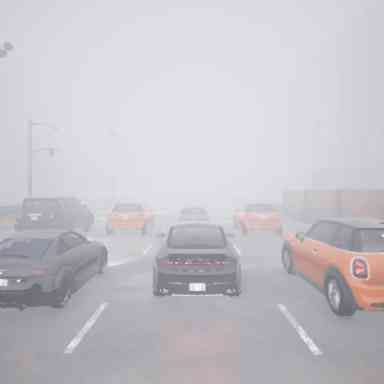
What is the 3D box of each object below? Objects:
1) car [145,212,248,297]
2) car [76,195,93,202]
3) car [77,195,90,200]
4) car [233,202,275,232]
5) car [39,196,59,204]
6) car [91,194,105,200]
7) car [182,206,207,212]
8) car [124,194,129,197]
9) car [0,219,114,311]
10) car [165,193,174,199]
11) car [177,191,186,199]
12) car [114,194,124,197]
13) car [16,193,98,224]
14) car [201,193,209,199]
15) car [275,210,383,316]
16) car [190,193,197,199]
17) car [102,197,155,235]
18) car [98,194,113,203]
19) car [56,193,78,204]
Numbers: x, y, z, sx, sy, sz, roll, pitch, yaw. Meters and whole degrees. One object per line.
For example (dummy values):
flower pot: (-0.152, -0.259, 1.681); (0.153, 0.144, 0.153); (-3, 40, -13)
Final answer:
car: (0.105, 1.505, 8.562); (1.837, 1.490, 4.892); (0, 0, 0)
car: (-24.326, 1.435, 75.437); (2.128, 1.511, 4.902); (0, 0, 1)
car: (-27.739, 1.410, 85.104); (1.895, 1.301, 4.718); (0, 1, 1)
car: (3.613, 1.351, 19.033); (2.097, 1.767, 4.553); (0, 0, 0)
car: (-27.916, 1.569, 65.081); (1.895, 1.301, 4.718); (0, 0, 0)
car: (-24.234, 1.332, 85.740); (2.128, 1.511, 4.902); (0, 1, 1)
car: (0.118, 1.548, 19.648); (2.033, 1.411, 5.357); (0, 0, 0)
car: (-17.240, 1.339, 85.045); (1.812, 1.442, 4.674); (0, 1, 1)
car: (-3.395, 1.564, 7.862); (1.994, 1.385, 4.181); (0, 0, 0)
car: (-6.651, 1.234, 94.840); (1.994, 1.385, 4.181); (0, 1, 1)
car: (-3.162, 1.192, 93.644); (1.837, 1.490, 4.892); (0, 1, 1)
car: (-17.332, 1.393, 74.755); (1.882, 1.535, 5.008); (0, 0, 1)
car: (-6.890, 1.224, 17.240); (2.150, 2.045, 5.566); (0, 0, 0)
car: (3.842, 1.242, 93.991); (1.994, 1.385, 4.181); (0, 1, 1)
car: (3.604, 1.351, 7.642); (2.097, 1.767, 4.553); (0, 0, 0)
car: (0.338, 1.170, 93.610); (1.882, 1.535, 5.008); (0, 1, 1)
car: (-3.387, 1.351, 19.078); (2.097, 1.767, 4.553); (0, 0, 0)
car: (-17.416, 1.463, 65.046); (1.837, 1.490, 4.892); (0, 0, 0)
car: (-24.414, 1.198, 65.321); (2.150, 2.045, 5.566); (0, 0, 0)
